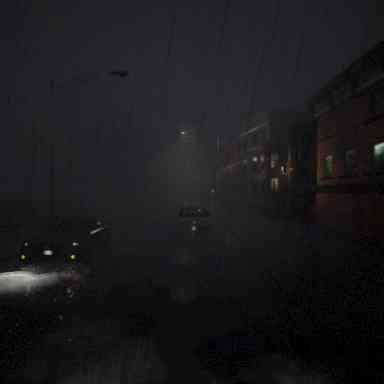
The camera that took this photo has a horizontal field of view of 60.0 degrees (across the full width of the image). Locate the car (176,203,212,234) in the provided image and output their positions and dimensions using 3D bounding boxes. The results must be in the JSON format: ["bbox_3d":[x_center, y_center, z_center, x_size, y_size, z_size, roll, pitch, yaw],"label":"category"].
[{"bbox_3d":[0.098,1.539,18.921,1.895,1.301,4.718,0,0,0],"label":"car"}]

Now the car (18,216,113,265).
[{"bbox_3d":[-4.098,1.526,11.436,1.994,1.385,4.181,0,0,0],"label":"car"}]
